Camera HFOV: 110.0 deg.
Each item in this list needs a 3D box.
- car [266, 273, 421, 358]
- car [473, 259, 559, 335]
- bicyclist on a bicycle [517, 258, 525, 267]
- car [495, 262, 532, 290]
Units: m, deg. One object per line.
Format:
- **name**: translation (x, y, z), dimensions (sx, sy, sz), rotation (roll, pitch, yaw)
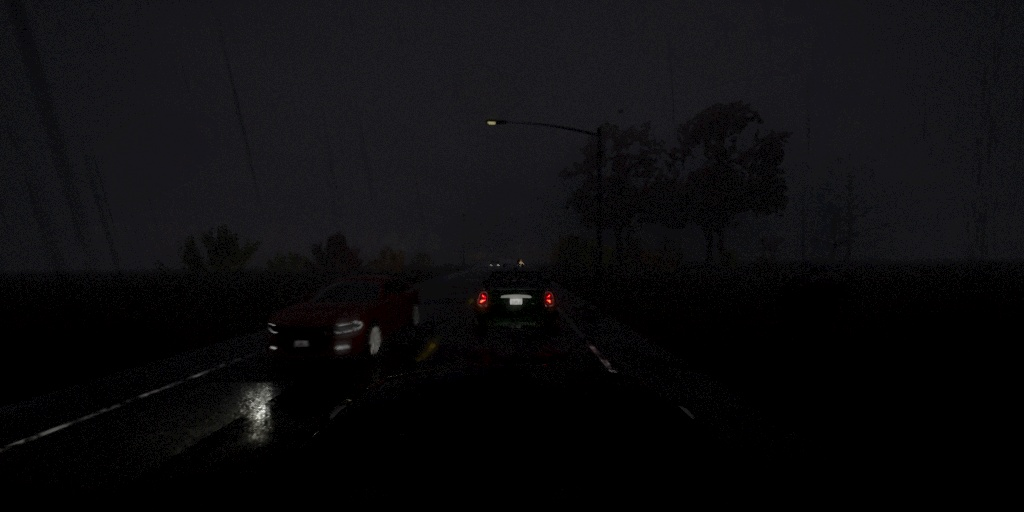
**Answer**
- **car**: translation (-3.603, 1.218, 8.631), dimensions (1.882, 1.535, 5.008), rotation (0, 0, 0)
- **car**: translation (0.097, 1.091, 10.589), dimensions (2.097, 1.767, 4.553), rotation (0, 0, 0)
- **bicyclist on a bicycle**: translation (0.905, 1.142, 36.355), dimensions (0.866, 1.612, 1.509), rotation (0, 0, 0)
- **car**: translation (0.086, 1.215, 23.208), dimensions (2.128, 1.511, 4.902), rotation (0, 0, 0)
